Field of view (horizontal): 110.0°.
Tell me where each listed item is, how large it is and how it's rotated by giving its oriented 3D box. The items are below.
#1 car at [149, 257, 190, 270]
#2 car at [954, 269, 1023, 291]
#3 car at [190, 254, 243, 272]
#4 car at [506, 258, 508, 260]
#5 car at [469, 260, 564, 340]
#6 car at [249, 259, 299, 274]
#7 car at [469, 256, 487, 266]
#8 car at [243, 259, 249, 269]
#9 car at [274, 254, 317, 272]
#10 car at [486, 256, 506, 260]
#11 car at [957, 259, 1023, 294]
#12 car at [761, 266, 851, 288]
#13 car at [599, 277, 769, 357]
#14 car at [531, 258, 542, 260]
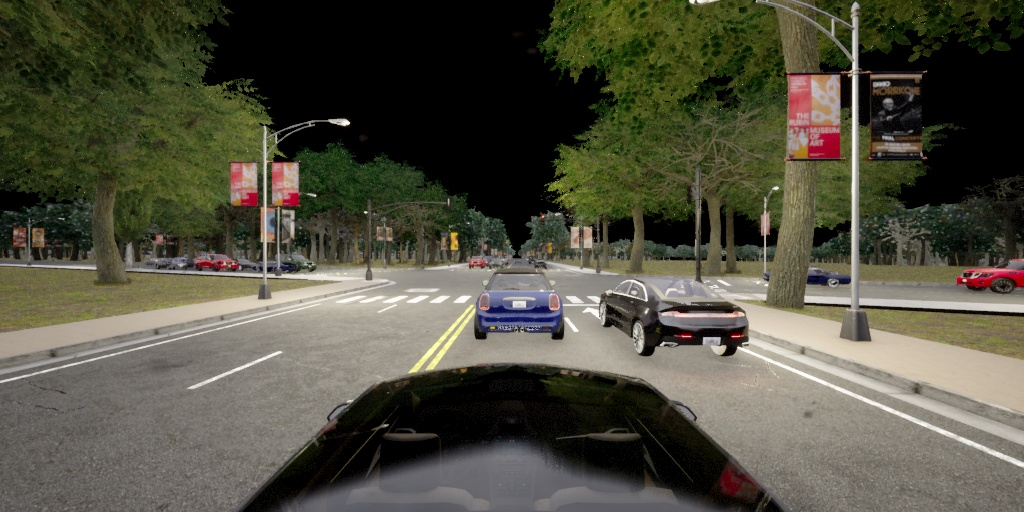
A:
[{"bbox_3d":[-44.292,1.021,46.627,4.902,1.511,2.128,0,0,24],"label":"car"},{"bbox_3d":[32.620,1.545,23.178,4.718,1.301,1.895,0,0,24],"label":"car"},{"bbox_3d":[-35.098,0.797,42.507,5.566,2.045,2.150,0,0,24],"label":"car"},{"bbox_3d":[-2.205,1.359,64.886,1.895,1.301,4.718,0,0,1],"label":"car"},{"bbox_3d":[0.192,1.102,10.150,2.097,1.767,4.553,0,0,1],"label":"car"},{"bbox_3d":[-25.308,1.229,38.117,4.718,1.301,1.895,0,0,26],"label":"car"},{"bbox_3d":[-5.626,0.978,57.962,2.150,2.045,5.566,0,0,1],"label":"car"},{"bbox_3d":[-34.701,1.074,45.899,4.892,1.490,1.837,0,0,24],"label":"car"},{"bbox_3d":[-25.360,0.842,41.729,5.566,2.045,2.150,0,0,24],"label":"car"},{"bbox_3d":[-2.397,1.108,55.895,2.097,1.767,4.553,0,0,1],"label":"car"},{"bbox_3d":[30.130,1.158,20.728,5.566,2.045,2.150,0,0,24],"label":"car"},{"bbox_3d":[20.395,1.478,25.071,4.718,1.301,1.895,0,0,24],"label":"car"},{"bbox_3d":[3.429,1.241,8.562,2.128,1.511,4.902,0,0,0],"label":"car"},{"bbox_3d":[4.275,1.261,55.663,1.837,1.490,4.892,0,0,1],"label":"car"}]
